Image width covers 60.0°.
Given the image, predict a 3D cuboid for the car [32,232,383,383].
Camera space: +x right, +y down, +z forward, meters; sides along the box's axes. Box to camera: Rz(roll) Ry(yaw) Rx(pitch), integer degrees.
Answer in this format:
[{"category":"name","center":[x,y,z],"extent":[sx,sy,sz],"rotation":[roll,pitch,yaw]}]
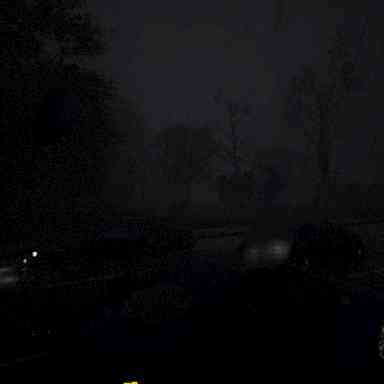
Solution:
[{"category":"car","center":[0.752,1.516,4.128],"extent":[4.674,1.442,1.812],"rotation":[0,0,-34]}]

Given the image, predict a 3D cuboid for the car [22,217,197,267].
[{"category":"car","center":[-2.415,1.522,10.732],"extent":[5.357,1.411,2.033],"rotation":[0,0,-34]}]

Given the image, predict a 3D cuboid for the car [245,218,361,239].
[{"category":"car","center":[3.427,1.538,10.357],"extent":[4.181,1.385,1.994],"rotation":[0,0,-32]}]
